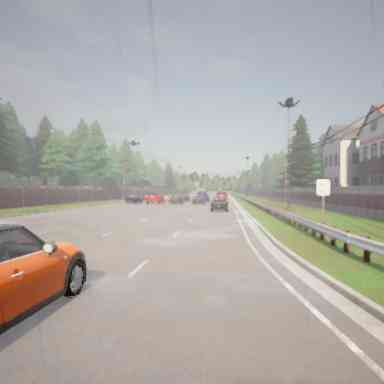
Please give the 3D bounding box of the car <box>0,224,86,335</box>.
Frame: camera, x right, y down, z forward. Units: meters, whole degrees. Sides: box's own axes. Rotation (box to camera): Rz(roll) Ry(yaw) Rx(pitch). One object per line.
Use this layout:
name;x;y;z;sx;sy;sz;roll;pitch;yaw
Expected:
car;-3.576;1.313;5.689;2.097;1.767;4.553;0;0;6

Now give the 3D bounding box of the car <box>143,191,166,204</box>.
car;-5.903;0.903;54.077;2.150;2.045;5.566;0;0;6

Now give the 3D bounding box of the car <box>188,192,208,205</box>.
car;1.059;1.187;53.357;2.128;1.511;4.902;0;0;6

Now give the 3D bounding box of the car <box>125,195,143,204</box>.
car;-9.389;1.152;54.395;1.882;1.535;5.008;0;0;6

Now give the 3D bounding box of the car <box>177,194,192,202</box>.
car;-1.393;1.123;64.072;2.128;1.511;4.902;0;0;6

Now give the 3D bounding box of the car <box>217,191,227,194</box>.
car;5.467;0.878;61.301;2.150;2.045;5.566;0;0;6

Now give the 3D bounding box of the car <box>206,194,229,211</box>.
car;3.048;1.284;36.958;2.128;1.511;4.902;0;0;6

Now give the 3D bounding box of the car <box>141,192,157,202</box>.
car;-8.362;0.972;64.733;2.097;1.767;4.553;0;0;6

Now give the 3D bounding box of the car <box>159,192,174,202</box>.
car;-4.879;0.978;64.387;2.097;1.767;4.553;0;0;6

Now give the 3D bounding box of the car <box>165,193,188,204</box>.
car;-2.424;1.180;53.703;2.128;1.511;4.902;0;0;6
